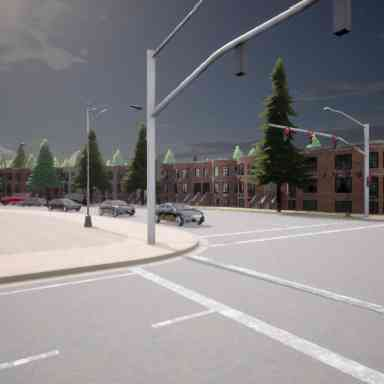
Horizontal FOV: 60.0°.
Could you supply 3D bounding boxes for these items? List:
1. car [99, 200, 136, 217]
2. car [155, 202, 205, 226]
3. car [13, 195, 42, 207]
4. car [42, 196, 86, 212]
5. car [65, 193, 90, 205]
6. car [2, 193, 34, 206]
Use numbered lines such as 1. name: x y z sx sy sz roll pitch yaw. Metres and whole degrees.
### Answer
1. car: -7.094 1.506 31.220 1.837 1.490 4.892 0 0 -40
2. car: -1.072 1.492 23.352 2.128 1.511 4.902 0 0 -36
3. car: -24.176 1.547 51.132 5.357 1.411 2.033 0 0 17
4. car: -14.870 1.505 38.609 4.892 1.490 1.837 0 0 35
5. car: -18.919 1.221 52.865 5.566 2.045 2.150 0 0 23
6. car: -29.038 1.221 55.918 5.566 2.045 2.150 0 0 10
